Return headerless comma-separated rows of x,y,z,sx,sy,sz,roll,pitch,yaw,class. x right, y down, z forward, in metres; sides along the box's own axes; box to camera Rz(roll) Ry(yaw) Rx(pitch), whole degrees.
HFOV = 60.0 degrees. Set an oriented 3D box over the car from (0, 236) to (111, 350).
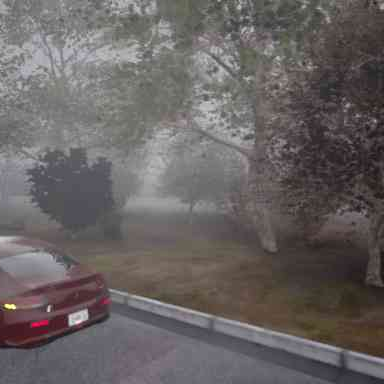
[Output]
-3.397,1.507,5.804,4.674,1.442,1.812,0,0,36,car
